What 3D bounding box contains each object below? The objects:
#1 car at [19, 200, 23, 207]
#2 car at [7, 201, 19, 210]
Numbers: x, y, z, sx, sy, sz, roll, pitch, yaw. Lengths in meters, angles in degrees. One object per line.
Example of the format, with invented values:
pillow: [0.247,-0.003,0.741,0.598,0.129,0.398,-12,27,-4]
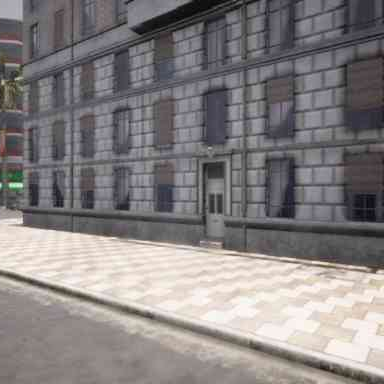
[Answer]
car: [-17.746,1.524,40.112,1.812,1.442,4.674,0,0,36]
car: [-20.842,1.562,41.796,1.994,1.385,4.181,0,0,36]
